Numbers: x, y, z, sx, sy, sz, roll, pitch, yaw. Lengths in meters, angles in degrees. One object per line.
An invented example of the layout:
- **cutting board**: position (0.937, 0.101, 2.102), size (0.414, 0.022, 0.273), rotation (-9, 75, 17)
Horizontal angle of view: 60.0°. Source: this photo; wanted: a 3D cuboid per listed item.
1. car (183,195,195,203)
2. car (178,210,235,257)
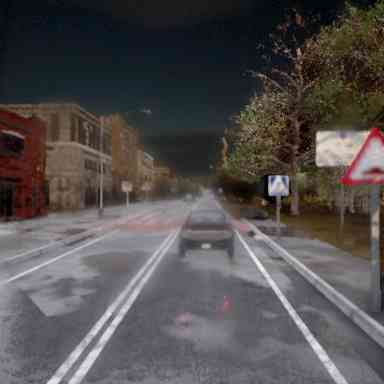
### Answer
- **car**: position (-0.536, 1.231, 59.976), size (1.812, 1.442, 4.674), rotation (0, 0, 3)
- **car**: position (0.560, 1.424, 12.570), size (2.128, 1.511, 4.902), rotation (0, 0, 3)
